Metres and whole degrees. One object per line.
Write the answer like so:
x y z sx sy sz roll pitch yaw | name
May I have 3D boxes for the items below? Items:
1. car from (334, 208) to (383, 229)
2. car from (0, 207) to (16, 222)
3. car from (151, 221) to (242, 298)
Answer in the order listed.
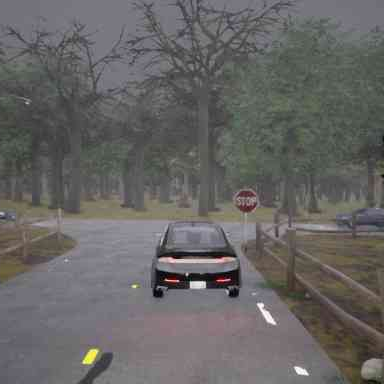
12.654 1.859 23.917 4.674 1.442 1.812 1 0 -2 | car
-13.413 1.238 20.930 4.674 1.442 1.812 1 0 3 | car
0.035 1.491 8.520 2.128 1.511 4.902 0 0 -2 | car
